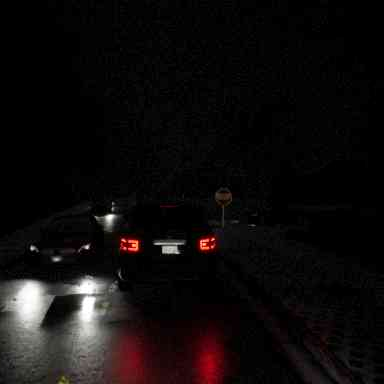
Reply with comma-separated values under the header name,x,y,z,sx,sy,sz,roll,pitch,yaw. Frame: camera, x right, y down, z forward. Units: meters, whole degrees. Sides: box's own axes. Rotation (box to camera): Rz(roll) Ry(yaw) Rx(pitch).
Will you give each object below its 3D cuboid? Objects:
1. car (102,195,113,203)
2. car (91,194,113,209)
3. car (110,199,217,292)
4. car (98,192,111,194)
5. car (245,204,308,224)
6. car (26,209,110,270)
name,x,y,z,sx,sy,sz,roll,pitch,yaw
car,-16.266,1.255,64.237,1.837,1.490,4.892,0,0,-10
car,-9.018,1.326,33.436,1.882,1.535,5.008,1,0,-14
car,-0.749,1.219,9.185,2.150,2.045,5.566,0,0,-7
car,-12.604,0.994,47.949,2.150,2.045,5.566,1,0,-14
car,6.561,1.678,25.692,5.008,1.535,1.882,1,-3,-12
car,-3.953,1.502,11.128,1.812,1.442,4.674,0,0,-9
